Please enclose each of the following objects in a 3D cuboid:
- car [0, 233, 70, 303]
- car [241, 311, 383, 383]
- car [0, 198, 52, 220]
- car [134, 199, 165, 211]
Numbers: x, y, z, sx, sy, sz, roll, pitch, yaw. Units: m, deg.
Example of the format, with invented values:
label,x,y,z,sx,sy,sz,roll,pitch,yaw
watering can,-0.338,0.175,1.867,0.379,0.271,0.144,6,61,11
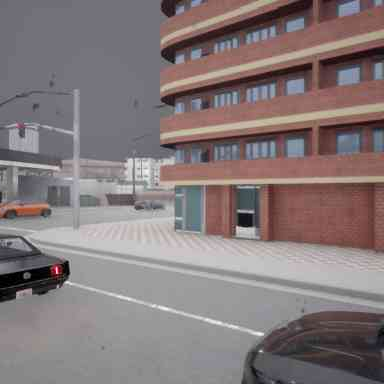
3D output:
label,x,y,z,sx,sy,sz,roll,pitch,yaw
car,-4.913,1.599,7.483,4.718,1.301,1.895,0,0,36
car,2.668,1.514,2.092,4.892,1.490,1.837,0,0,35
car,-14.248,1.349,27.815,2.097,1.767,4.553,0,0,35
car,-5.183,1.595,40.959,1.994,1.385,4.181,0,0,35
